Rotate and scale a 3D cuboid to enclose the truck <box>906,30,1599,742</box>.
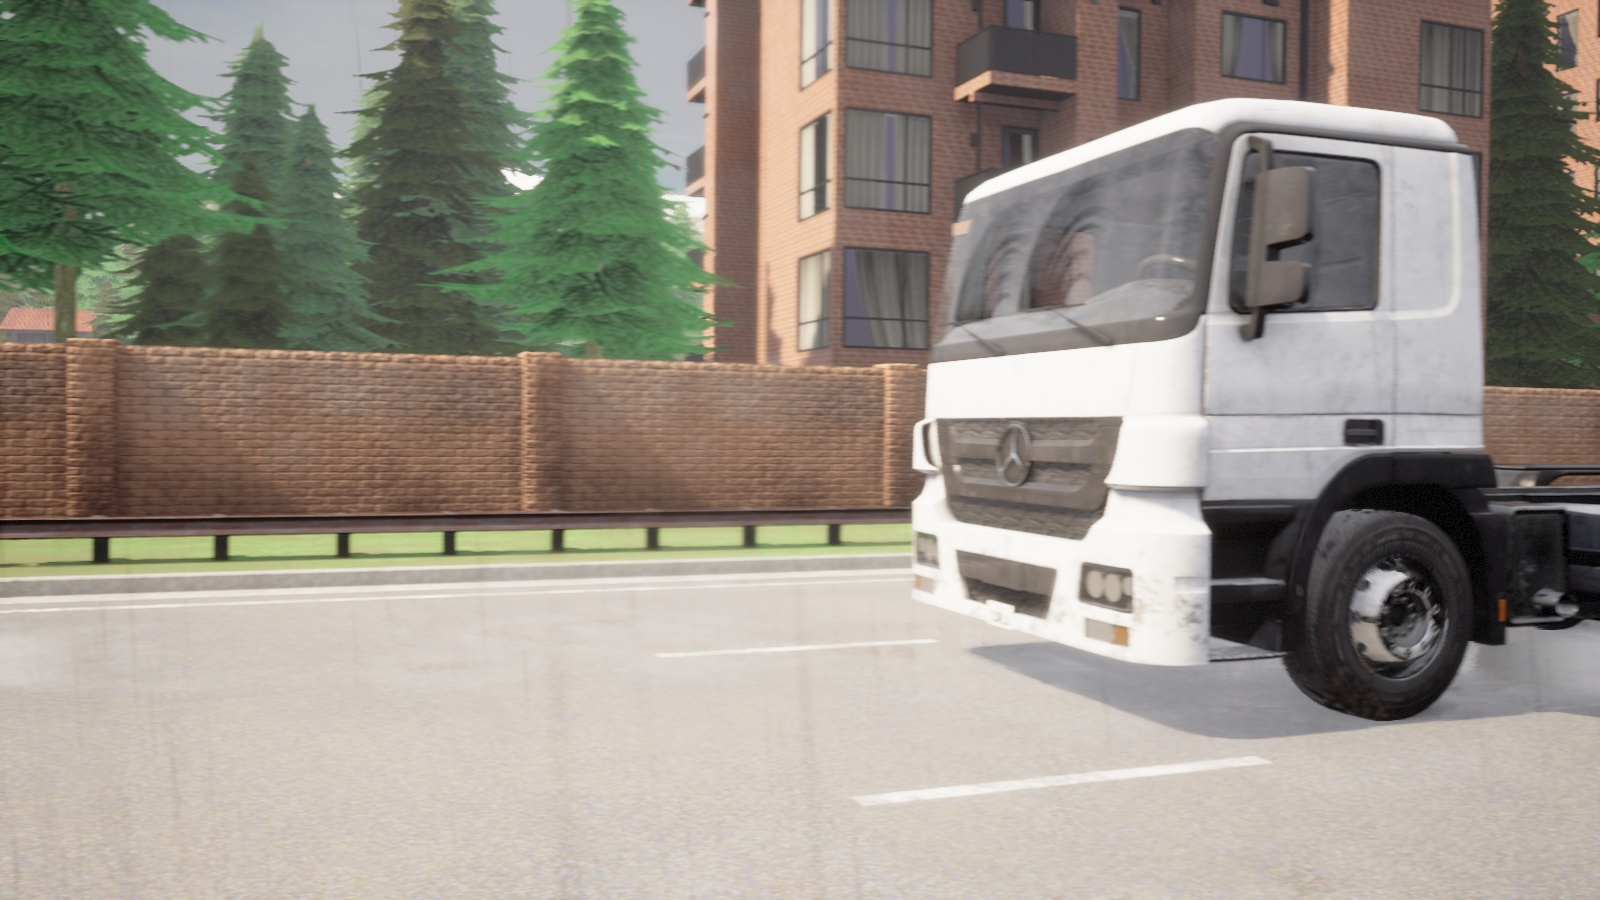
[{"bbox_3d":[4.984,-0.382,8.863,7.936,3.462,2.891,-1,1,-21],"label":"truck"}]
